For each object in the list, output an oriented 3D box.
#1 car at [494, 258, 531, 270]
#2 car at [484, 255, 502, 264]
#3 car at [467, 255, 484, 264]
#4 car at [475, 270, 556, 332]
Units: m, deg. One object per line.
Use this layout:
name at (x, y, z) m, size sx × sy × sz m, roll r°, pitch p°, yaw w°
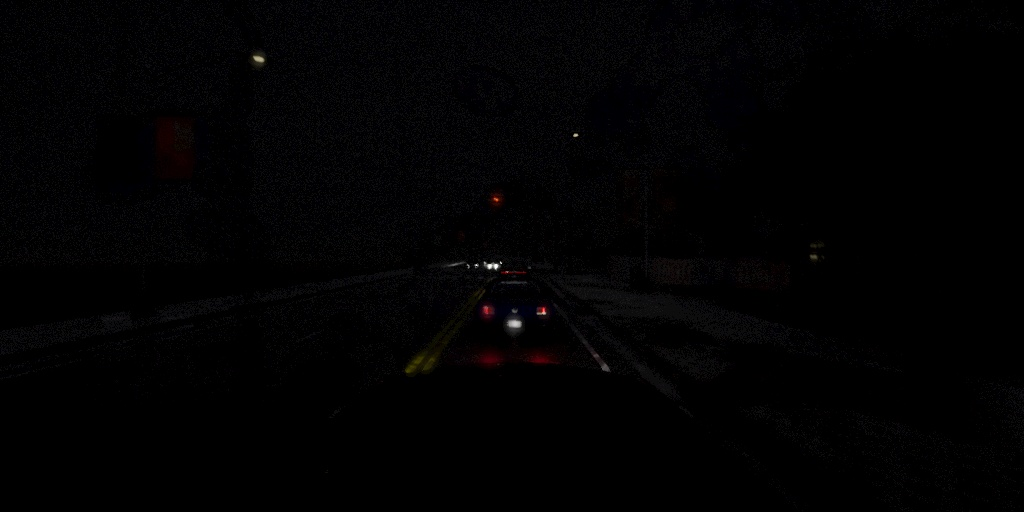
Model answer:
car at (0.116, 1.045, 21.948) m, size 1.837 × 1.490 × 4.892 m, roll 0°, pitch 1°, yaw 0°
car at (-3.170, 0.604, 60.831) m, size 2.128 × 1.511 × 4.902 m, roll 0°, pitch 1°, yaw 0°
car at (-6.421, 0.667, 60.176) m, size 2.033 × 1.411 × 5.357 m, roll 0°, pitch 1°, yaw 1°
car at (0.104, 1.261, 10.482) m, size 1.895 × 1.301 × 4.718 m, roll 0°, pitch 1°, yaw 1°
